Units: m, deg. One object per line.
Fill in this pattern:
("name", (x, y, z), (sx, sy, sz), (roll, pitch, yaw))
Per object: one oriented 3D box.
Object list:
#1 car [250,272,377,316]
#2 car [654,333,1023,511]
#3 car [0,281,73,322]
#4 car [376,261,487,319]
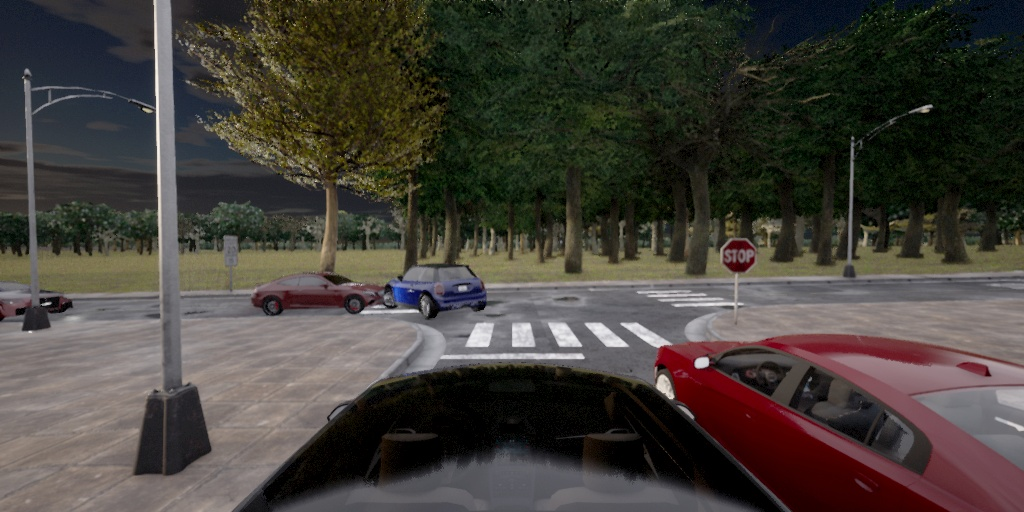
("car", (-7.008, 1.310, 13.236), (4.674, 1.442, 1.812), (-1, 2, 0))
("car", (2.639, 1.284, 2.784), (1.888, 1.381, 4.507), (0, 0, 0))
("car", (-19.200, 1.644, 13.267), (4.181, 1.385, 1.994), (-1, 2, 0))
("car", (-2.906, 1.036, 12.872), (2.097, 1.767, 4.553), (-3, 2, -40))
